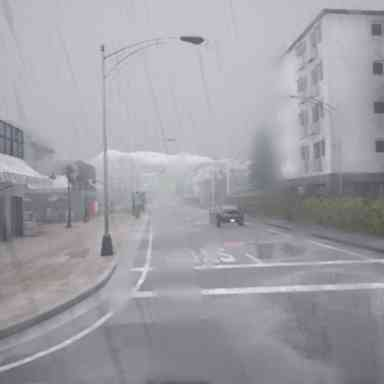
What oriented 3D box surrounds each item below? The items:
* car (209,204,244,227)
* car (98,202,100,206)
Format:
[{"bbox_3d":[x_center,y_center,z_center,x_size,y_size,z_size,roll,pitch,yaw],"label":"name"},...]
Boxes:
[{"bbox_3d":[2.405,1.678,24.062,1.837,1.490,4.892,-1,-2,-6],"label":"car"},{"bbox_3d":[-22.283,2.984,77.367,2.007,1.523,4.514,-1,-1,-6],"label":"car"}]
